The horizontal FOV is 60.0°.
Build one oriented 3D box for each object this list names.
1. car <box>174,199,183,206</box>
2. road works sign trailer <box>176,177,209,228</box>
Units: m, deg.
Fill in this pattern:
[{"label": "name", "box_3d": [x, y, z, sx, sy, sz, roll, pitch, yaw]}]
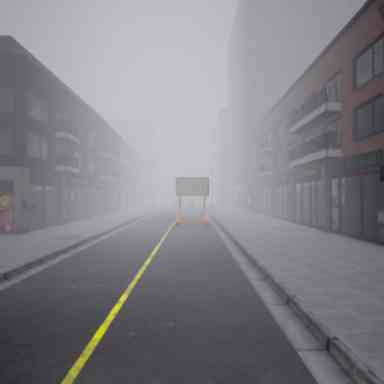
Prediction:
[{"label": "car", "box_3d": [-2.941, 2.199, 71.803, 1.837, 1.490, 4.892, 0, -1, 0]}, {"label": "road works sign trailer", "box_3d": [0.027, 0.689, 24.090, 2.380, 3.560, 2.880, 0, -1, 0]}]
